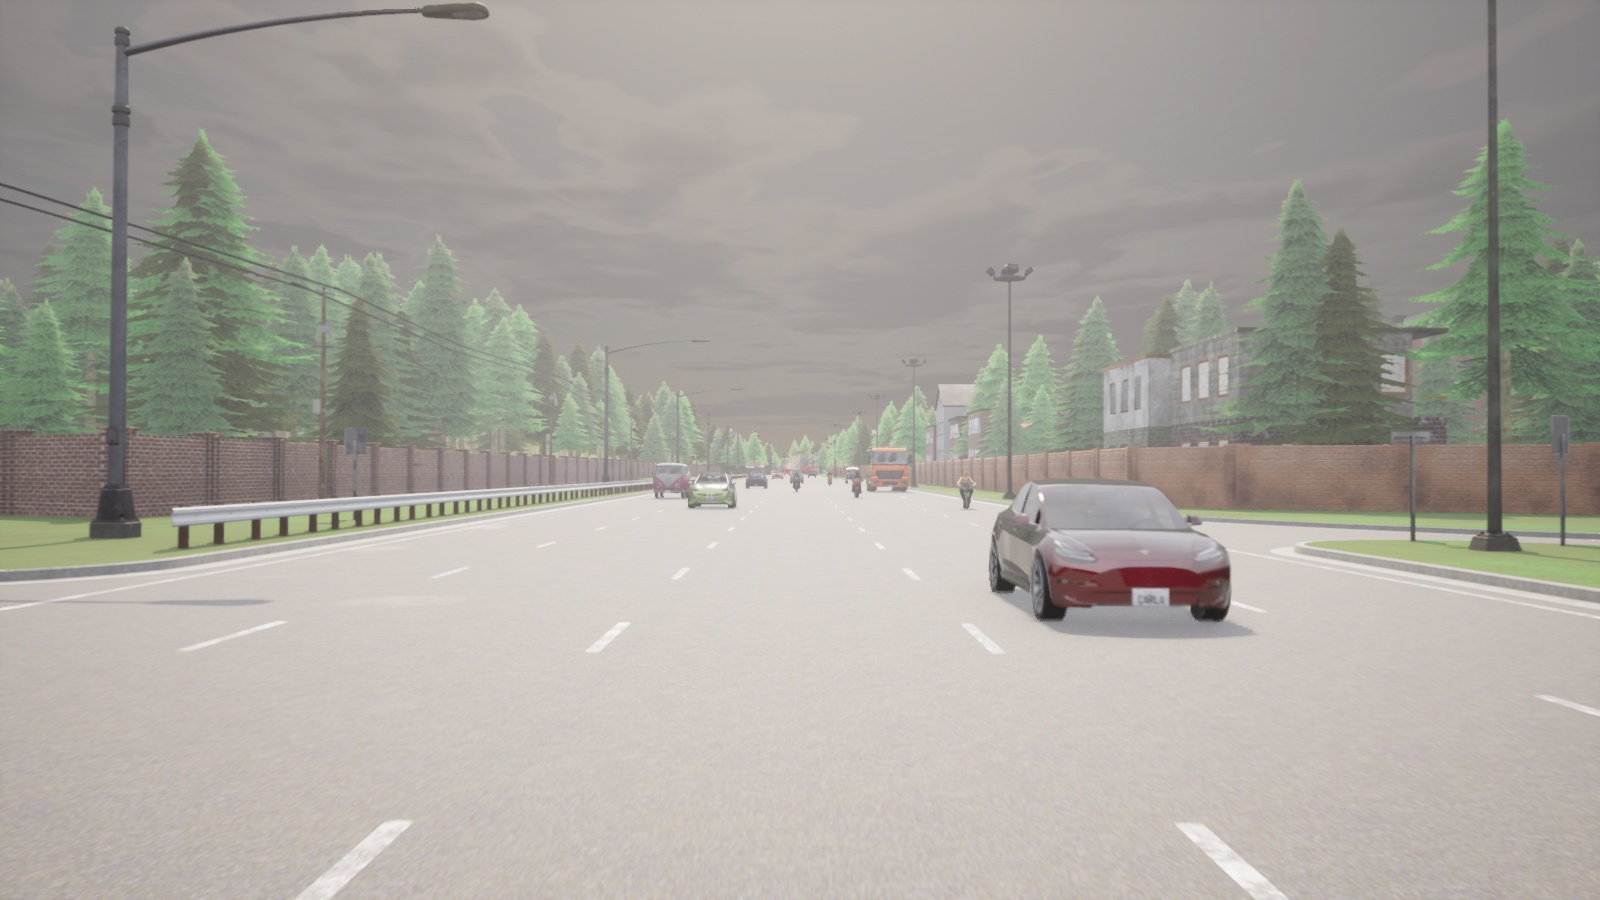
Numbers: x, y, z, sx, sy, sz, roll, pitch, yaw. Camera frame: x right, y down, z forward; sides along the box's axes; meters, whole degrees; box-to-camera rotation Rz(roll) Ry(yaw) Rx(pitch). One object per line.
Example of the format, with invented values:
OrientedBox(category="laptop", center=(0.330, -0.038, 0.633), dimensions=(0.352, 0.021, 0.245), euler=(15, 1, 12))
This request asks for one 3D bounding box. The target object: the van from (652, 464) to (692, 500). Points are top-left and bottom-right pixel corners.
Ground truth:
OrientedBox(category="van", center=(-7.176, 1.778, 70.595), dimensions=(1.775, 1.987, 4.442), euler=(0, -1, 0))

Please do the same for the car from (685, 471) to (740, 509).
OrientedBox(category="car", center=(-3.632, 1.663, 52.958), dimensions=(2.007, 1.525, 4.514), euler=(0, -1, 0))

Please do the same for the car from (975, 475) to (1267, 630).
OrientedBox(category="car", center=(3.463, 1.046, 14.647), dimensions=(2.163, 1.488, 4.792), euler=(0, -1, 0))

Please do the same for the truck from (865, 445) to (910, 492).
OrientedBox(category="truck", center=(6.753, 1.446, 97.992), dimensions=(2.891, 3.462, 7.936), euler=(0, -1, 0))
